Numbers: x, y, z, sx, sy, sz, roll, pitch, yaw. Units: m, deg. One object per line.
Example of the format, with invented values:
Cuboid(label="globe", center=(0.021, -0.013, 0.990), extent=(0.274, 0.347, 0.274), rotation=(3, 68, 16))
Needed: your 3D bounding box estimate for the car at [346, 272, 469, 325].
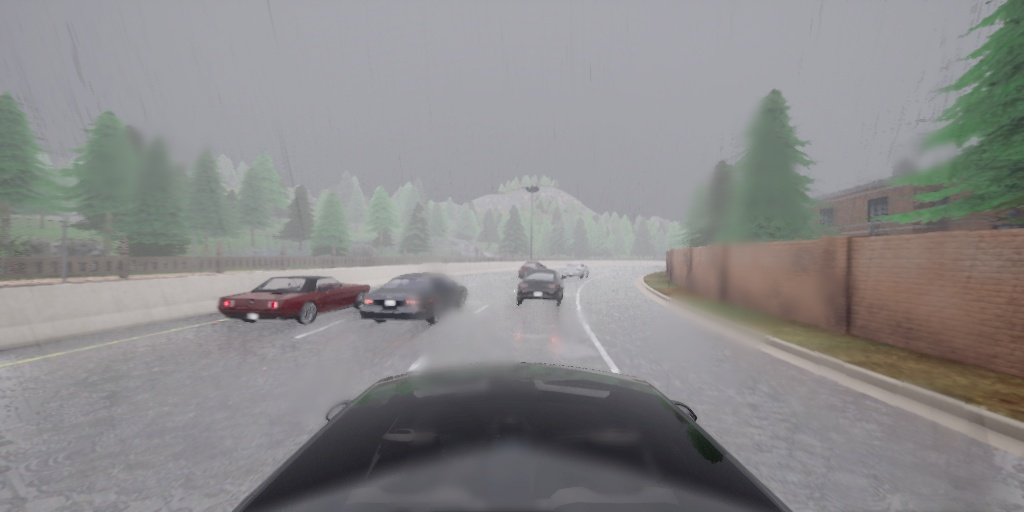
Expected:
Cuboid(label="car", center=(-2.825, 1.238, 11.616), extent=(2.033, 1.411, 5.357), rotation=(1, 0, 6))

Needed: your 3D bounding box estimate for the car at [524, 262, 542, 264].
Cuboid(label="car", center=(1.941, 1.230, 32.088), extent=(1.812, 1.442, 4.674), rotation=(1, 0, 19))

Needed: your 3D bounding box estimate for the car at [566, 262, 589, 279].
Cuboid(label="car", center=(5.733, 1.277, 32.322), extent=(1.812, 1.442, 4.674), rotation=(1, 0, 20))

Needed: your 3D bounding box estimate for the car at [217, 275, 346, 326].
Cuboid(label="car", center=(-6.335, 1.248, 11.293), extent=(1.895, 1.301, 4.718), rotation=(1, 0, 6))

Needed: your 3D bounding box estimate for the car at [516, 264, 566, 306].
Cuboid(label="car", center=(1.313, 1.260, 15.677), extent=(1.812, 1.442, 4.674), rotation=(1, 0, 9))
